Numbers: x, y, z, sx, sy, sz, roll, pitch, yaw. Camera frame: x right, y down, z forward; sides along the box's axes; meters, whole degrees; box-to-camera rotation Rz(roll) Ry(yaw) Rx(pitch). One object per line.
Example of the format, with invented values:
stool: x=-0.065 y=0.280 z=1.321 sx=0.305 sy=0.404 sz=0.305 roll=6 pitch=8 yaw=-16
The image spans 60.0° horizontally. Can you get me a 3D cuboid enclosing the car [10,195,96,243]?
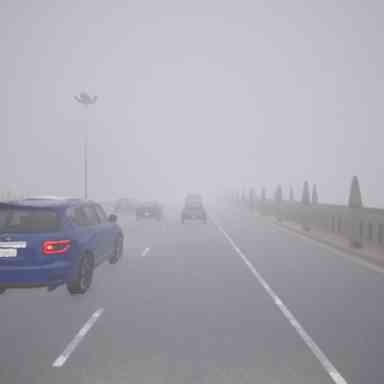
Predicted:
car: x=-6.874 y=1.212 z=17.281 sx=2.150 sy=2.045 sz=5.566 roll=0 pitch=0 yaw=0

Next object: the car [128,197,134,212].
car: x=-6.845 y=1.361 z=35.531 sx=2.097 sy=1.767 sz=4.553 roll=0 pitch=0 yaw=0

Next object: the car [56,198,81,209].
car: x=-17.455 y=1.594 z=47.311 sx=1.994 sy=1.385 sz=4.181 roll=0 pitch=0 yaw=1

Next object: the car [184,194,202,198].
car: x=0.167 y=1.247 z=42.896 sx=2.150 sy=2.045 sz=5.566 roll=0 pitch=0 yaw=0

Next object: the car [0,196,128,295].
car: x=-3.386 y=1.213 z=8.837 sx=2.150 sy=2.045 sz=5.566 roll=0 pitch=0 yaw=0

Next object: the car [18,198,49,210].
car: x=-20.975 y=1.586 z=44.194 sx=1.994 sy=1.385 sz=4.181 roll=0 pitch=0 yaw=1

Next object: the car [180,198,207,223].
car: x=0.139 y=1.490 z=25.409 sx=2.128 sy=1.511 sz=4.902 roll=0 pitch=0 yaw=0

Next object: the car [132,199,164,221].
car: x=-3.358 y=1.476 z=27.296 sx=1.882 sy=1.535 sz=5.008 roll=0 pitch=0 yaw=0
